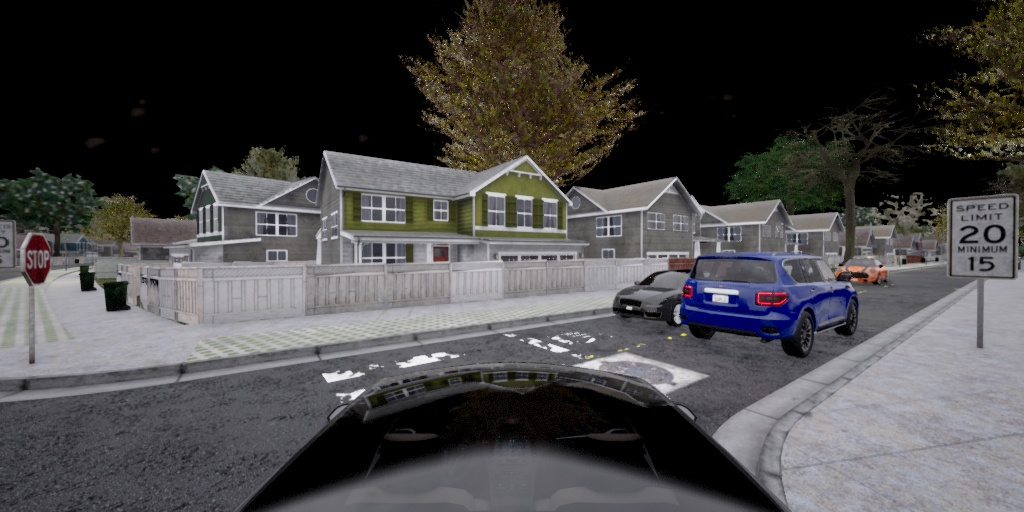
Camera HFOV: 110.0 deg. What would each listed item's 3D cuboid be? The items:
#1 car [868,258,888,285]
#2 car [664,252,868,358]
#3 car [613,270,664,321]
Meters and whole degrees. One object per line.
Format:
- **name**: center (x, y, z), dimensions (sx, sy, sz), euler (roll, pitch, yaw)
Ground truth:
- **car**: center (23.772, 0.947, 24.393), dimensions (4.553, 1.767, 2.097), euler (0, 1, -37)
- **car**: center (6.328, 0.930, 8.651), dimensions (5.566, 2.045, 2.150), euler (0, 1, -35)
- **car**: center (5.252, 1.189, 11.379), dimensions (4.892, 1.490, 1.837), euler (0, 1, -35)
